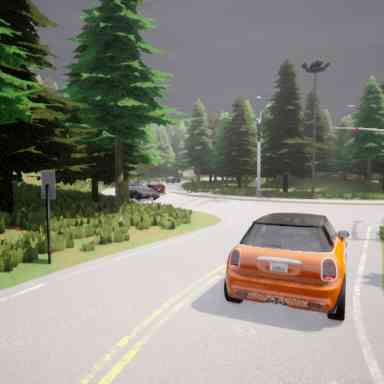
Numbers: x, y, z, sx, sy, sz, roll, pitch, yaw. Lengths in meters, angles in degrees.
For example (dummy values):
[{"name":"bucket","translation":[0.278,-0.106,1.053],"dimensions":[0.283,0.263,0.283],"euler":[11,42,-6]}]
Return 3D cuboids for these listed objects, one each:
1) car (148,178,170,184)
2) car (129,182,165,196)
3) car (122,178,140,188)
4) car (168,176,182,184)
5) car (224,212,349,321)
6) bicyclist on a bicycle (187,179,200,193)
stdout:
[{"name":"car","translation":[-4.574,-0.553,38.818],"dimensions":[1.882,1.535,5.008],"euler":[-2,5,-21]},{"name":"car","translation":[-5.003,0.028,31.519],"dimensions":[2.033,1.411,5.357],"euler":[-3,5,-33]},{"name":"car","translation":[-9.552,-1.456,52.447],"dimensions":[1.837,1.490,4.892],"euler":[0,4,2]},{"name":"car","translation":[-3.590,-2.356,65.274],"dimensions":[1.812,1.442,4.674],"euler":[1,4,20]},{"name":"car","translation":[2.359,1.240,7.548],"dimensions":[2.097,1.767,4.553],"euler":[2,2,25]},{"name":"bicyclist on a bicycle","translation":[0.158,-0.646,37.310],"dimensions":[1.656,1.620,0.582],"euler":[-3,5,-28]}]
